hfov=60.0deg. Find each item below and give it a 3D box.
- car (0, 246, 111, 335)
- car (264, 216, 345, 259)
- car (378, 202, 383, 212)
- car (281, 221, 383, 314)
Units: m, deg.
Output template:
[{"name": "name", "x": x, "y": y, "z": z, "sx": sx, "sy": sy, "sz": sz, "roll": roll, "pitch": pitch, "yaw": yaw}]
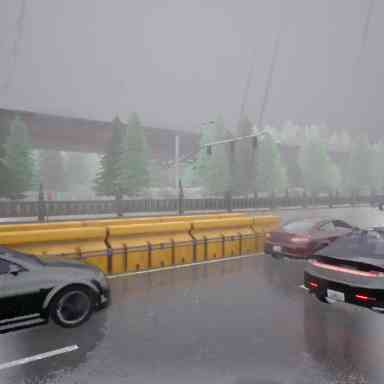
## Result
[{"name": "car", "x": -3.525, "y": 1.564, "z": 5.530, "sx": 4.181, "sy": 1.385, "sz": 1.994, "roll": 0, "pitch": 0, "yaw": -36}, {"name": "car", "x": 4.422, "y": 1.526, "z": 11.234, "sx": 4.674, "sy": 1.442, "sz": 1.812, "roll": 0, "pitch": 0, "yaw": -35}, {"name": "car", "x": 22.871, "y": 1.491, "z": 37.540, "sx": 4.902, "sy": 1.511, "sz": 2.128, "roll": 0, "pitch": 0, "yaw": -36}, {"name": "car", "x": 4.360, "y": 1.492, "z": 6.902, "sx": 4.902, "sy": 1.511, "sz": 2.128, "roll": 0, "pitch": 0, "yaw": -35}]
